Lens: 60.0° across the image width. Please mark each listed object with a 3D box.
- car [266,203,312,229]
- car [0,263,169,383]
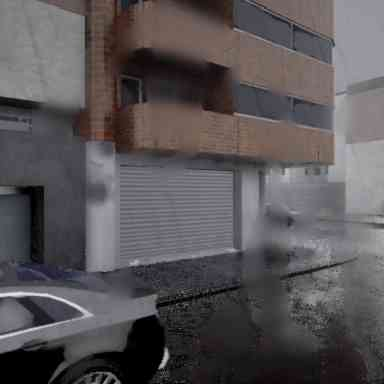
[{"bbox_3d":[5.649,1.504,22.184,1.837,1.490,4.892,0,0,-33],"label":"car"},{"bbox_3d":[-2.541,1.491,2.839,4.902,1.511,2.128,0,0,-36],"label":"car"}]
